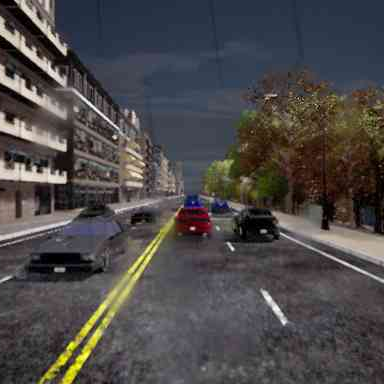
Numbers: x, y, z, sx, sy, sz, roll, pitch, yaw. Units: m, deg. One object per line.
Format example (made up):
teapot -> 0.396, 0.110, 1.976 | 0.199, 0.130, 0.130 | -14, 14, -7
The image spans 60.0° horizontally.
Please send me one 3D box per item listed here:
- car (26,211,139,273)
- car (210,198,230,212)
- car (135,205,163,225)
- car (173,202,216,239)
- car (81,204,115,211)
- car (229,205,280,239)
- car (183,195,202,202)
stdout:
car -> -3.309, 1.579, 11.016 | 2.033, 1.411, 5.357 | 0, 0, 0
car -> 3.354, 1.467, 40.415 | 2.097, 1.767, 4.553 | 0, 0, 0
car -> -3.291, 1.671, 24.846 | 1.895, 1.301, 4.718 | 0, 0, 0
car -> 0.054, 1.528, 17.782 | 1.882, 1.535, 5.008 | 0, 0, 1
car -> -6.556, 1.591, 23.127 | 1.812, 1.442, 4.674 | 0, 0, 0
car -> 3.303, 1.556, 17.648 | 1.837, 1.490, 4.892 | 0, 0, 1
car -> 0.109, 1.341, 41.061 | 2.150, 2.045, 5.566 | 0, 0, 0
